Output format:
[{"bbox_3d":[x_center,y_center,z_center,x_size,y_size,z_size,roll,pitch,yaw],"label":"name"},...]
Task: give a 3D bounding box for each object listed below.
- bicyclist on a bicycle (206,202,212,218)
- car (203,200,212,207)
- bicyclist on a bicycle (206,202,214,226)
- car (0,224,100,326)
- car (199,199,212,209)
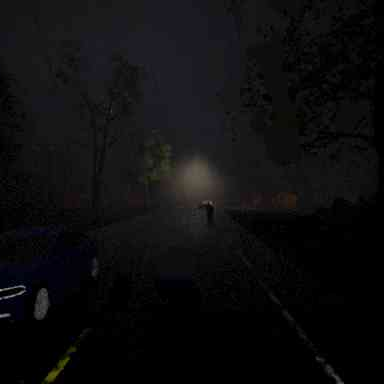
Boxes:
[{"bbox_3d":[1.705,1.818,33.692,0.582,1.620,1.656,0,-1,2],"label":"bicyclist on a bicycle"},{"bbox_3d":[3.425,2.514,73.460,1.895,1.301,4.718,0,-1,6],"label":"car"},{"bbox_3d":[1.367,1.713,24.559,0.582,1.620,1.656,0,-1,2],"label":"bicyclist on a bicycle"},{"bbox_3d":[-3.543,1.549,7.464,1.882,1.535,5.008,0,-1,1],"label":"car"},{"bbox_3d":[2.134,2.260,56.280,1.895,1.301,4.718,0,-1,4],"label":"car"}]
